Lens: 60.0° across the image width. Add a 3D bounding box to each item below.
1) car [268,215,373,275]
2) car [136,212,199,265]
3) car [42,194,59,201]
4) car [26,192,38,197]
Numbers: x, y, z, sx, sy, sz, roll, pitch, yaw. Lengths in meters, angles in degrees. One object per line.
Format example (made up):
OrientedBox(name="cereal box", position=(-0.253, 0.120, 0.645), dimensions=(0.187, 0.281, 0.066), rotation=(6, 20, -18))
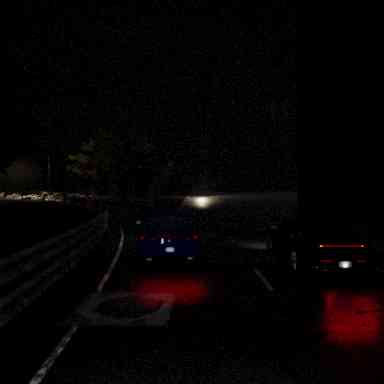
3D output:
OrientedBox(name="car", position=(3.680, 1.472, 10.366), dimensions=(1.837, 1.490, 4.892), rotation=(0, 0, 0))
OrientedBox(name="car", position=(-0.953, 1.456, 11.788), dimensions=(1.882, 1.535, 5.008), rotation=(0, 0, -8))
OrientedBox(name="car", position=(-26.760, 1.026, 62.777), dimensions=(4.181, 1.385, 1.994), rotation=(1, 1, 45))
OrientedBox(name="car", position=(-33.551, 0.656, 69.921), dimensions=(1.882, 1.535, 5.008), rotation=(-1, 1, -39))
